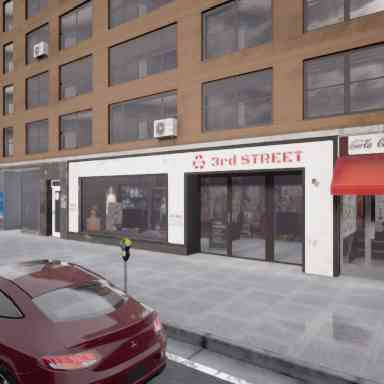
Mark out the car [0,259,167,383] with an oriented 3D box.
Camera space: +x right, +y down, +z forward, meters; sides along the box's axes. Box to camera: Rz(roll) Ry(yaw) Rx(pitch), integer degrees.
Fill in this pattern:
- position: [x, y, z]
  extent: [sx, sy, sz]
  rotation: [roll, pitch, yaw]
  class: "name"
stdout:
- position: [-2.217, 1.582, 4.395]
  extent: [4.206, 1.307, 1.802]
  rotation: [0, 0, 36]
  class: "car"
